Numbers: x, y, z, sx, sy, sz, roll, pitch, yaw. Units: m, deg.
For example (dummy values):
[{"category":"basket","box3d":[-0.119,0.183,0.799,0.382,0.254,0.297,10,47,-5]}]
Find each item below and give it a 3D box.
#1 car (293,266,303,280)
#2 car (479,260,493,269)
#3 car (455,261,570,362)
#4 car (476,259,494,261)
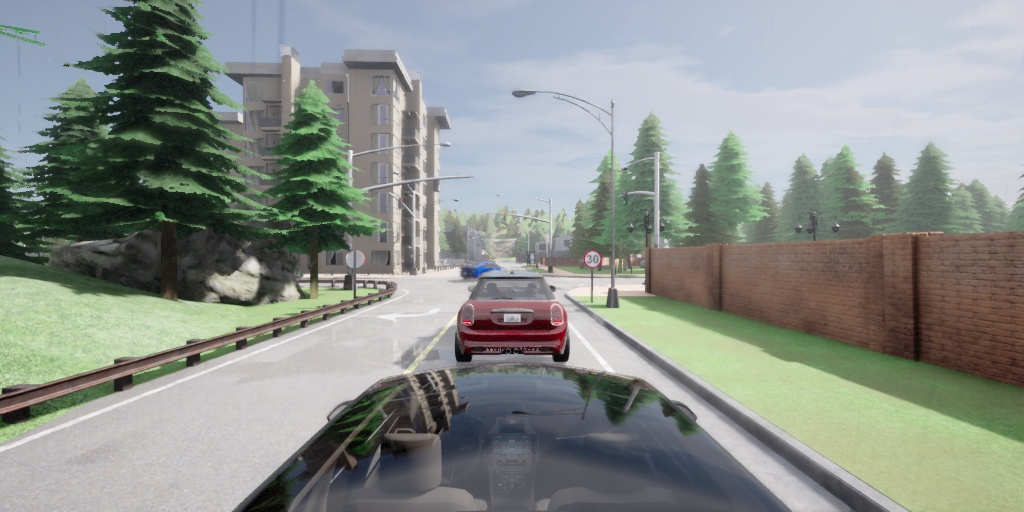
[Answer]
[{"category":"car","box3d":[-17.693,0.987,24.948,5.566,2.045,2.150,0,0,-1]},{"category":"car","box3d":[-4.058,1.314,56.548,1.994,1.385,4.181,0,0,0]},{"category":"car","box3d":[0.005,1.102,8.373,2.097,1.767,4.553,0,0,0]},{"category":"car","box3d":[-2.196,1.223,29.756,1.882,1.535,5.008,1,1,35]}]
